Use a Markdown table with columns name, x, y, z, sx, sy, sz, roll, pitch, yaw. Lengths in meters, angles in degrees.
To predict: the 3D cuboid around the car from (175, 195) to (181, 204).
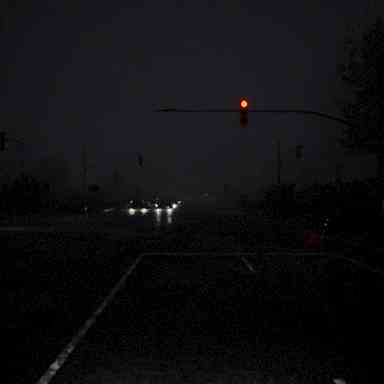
| name | x | y | z | sx | sy | sz | roll | pitch | yaw |
| --- | --- | --- | --- | --- | --- | --- | --- | --- | --- |
| car | -3.666 | 1.438 | 61.806 | 2.128 | 1.511 | 4.902 | 0 | 0 | 0 |

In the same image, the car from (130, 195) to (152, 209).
| name | x | y | z | sx | sy | sz | roll | pitch | yaw |
| --- | --- | --- | --- | --- | --- | --- | --- | --- | --- |
| car | -7.172 | 1.313 | 45.597 | 2.097 | 1.767 | 4.553 | 0 | 0 | 0 |

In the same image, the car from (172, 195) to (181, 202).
| name | x | y | z | sx | sy | sz | roll | pitch | yaw |
| --- | --- | --- | --- | --- | --- | --- | --- | --- | --- |
| car | -3.626 | 1.421 | 77.186 | 1.837 | 1.490 | 4.892 | 0 | 0 | 0 |

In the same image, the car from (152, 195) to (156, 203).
| name | x | y | z | sx | sy | sz | roll | pitch | yaw |
| --- | --- | --- | --- | --- | --- | --- | --- | --- | --- |
| car | -7.163 | 1.298 | 62.125 | 2.097 | 1.767 | 4.553 | 0 | 0 | 0 |

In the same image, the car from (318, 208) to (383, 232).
| name | x | y | z | sx | sy | sz | roll | pitch | yaw |
| --- | --- | --- | --- | --- | --- | --- | --- | --- | --- |
| car | 9.952 | 1.585 | 19.201 | 4.718 | 1.301 | 1.895 | 0 | 0 | 3 |

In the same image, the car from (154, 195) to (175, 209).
| name | x | y | z | sx | sy | sz | roll | pitch | yaw |
| --- | --- | --- | --- | --- | --- | --- | --- | --- | --- |
| car | -3.677 | 1.487 | 45.701 | 1.812 | 1.442 | 4.674 | 0 | 0 | 1 |

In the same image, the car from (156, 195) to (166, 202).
| name | x | y | z | sx | sy | sz | roll | pitch | yaw |
| --- | --- | --- | --- | --- | --- | --- | --- | --- | --- |
| car | -7.126 | 1.473 | 77.191 | 1.994 | 1.385 | 4.181 | 0 | 0 | 0 |
